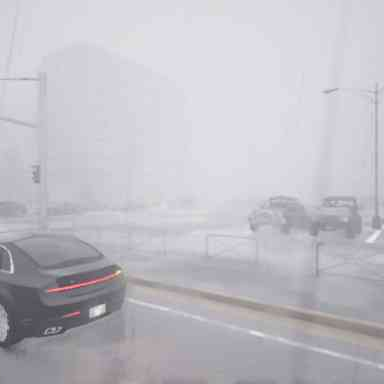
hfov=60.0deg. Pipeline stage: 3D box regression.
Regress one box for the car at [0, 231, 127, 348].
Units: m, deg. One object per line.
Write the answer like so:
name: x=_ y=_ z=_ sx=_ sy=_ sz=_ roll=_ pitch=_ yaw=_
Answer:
car: x=-3.388 y=1.509 z=6.337 sx=4.892 sy=1.490 sz=1.837 roll=0 pitch=0 yaw=35

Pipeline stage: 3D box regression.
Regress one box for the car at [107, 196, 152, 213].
car: x=-7.128 y=1.540 z=38.260 sx=1.812 sy=1.442 sz=4.674 roll=0 pitch=0 yaw=34

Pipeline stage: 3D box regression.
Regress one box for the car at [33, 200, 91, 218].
car: x=-12.116 y=1.616 z=30.840 sx=1.895 sy=1.301 sz=4.718 roll=0 pitch=0 yaw=34

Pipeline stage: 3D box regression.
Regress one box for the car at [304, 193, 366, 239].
car: x=7.114 y=1.157 z=16.348 sx=1.905 sy=1.878 sz=3.866 roll=0 pitch=0 yaw=34

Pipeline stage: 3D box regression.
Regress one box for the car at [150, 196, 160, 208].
car: x=-6.478 y=1.368 z=45.522 sx=2.097 sy=1.767 sz=4.553 roll=0 pitch=0 yaw=34

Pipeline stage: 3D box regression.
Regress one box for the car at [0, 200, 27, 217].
car: x=-17.227 y=1.522 z=29.503 sx=1.837 sy=1.490 sz=4.892 roll=0 pitch=0 yaw=34

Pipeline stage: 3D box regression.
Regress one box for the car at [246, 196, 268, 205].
car: x=11.766 y=1.502 z=59.800 sx=2.128 sy=1.511 sz=4.902 roll=0 pitch=0 yaw=34

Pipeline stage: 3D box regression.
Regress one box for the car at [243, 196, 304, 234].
car: x=4.746 y=1.156 z=18.014 sx=1.932 sy=1.855 sz=4.605 roll=0 pitch=0 yaw=34

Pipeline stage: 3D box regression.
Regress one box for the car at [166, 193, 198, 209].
car: x=-1.258 y=1.236 z=46.982 sx=2.150 sy=2.045 sz=5.566 roll=0 pitch=0 yaw=34

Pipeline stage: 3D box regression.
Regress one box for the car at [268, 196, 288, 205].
car: x=15.176 y=1.514 z=58.607 sx=1.837 sy=1.490 sz=4.892 roll=0 pitch=0 yaw=34

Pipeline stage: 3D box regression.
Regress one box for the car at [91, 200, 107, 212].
car: x=-11.800 y=1.564 z=37.594 sx=2.033 sy=1.411 sz=5.357 roll=0 pitch=0 yaw=34

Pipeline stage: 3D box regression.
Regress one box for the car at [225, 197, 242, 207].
car: x=6.807 y=1.537 z=52.408 sx=1.812 sy=1.442 sz=4.674 roll=0 pitch=0 yaw=34
